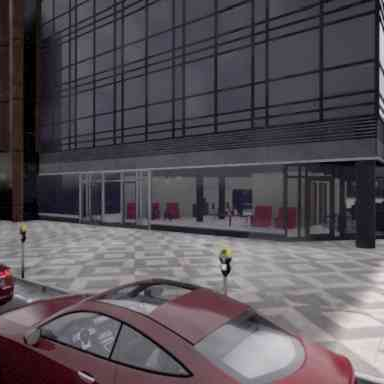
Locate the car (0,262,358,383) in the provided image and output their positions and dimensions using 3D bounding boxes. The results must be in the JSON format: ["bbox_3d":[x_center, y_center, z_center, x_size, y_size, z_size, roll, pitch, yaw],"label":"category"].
[{"bbox_3d":[-0.568,1.584,3.361,4.206,1.307,1.802,0,0,35],"label":"car"}]
